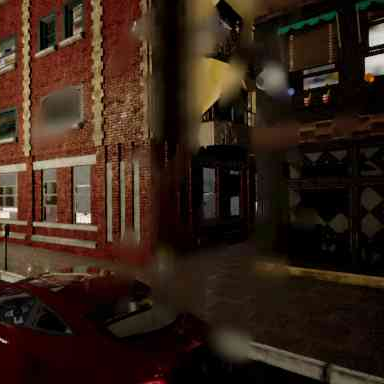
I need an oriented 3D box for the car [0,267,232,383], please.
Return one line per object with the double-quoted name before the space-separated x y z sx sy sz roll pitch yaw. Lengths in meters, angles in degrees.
"car" -1.551 1.583 3.959 4.206 1.307 1.802 0 -1 36
